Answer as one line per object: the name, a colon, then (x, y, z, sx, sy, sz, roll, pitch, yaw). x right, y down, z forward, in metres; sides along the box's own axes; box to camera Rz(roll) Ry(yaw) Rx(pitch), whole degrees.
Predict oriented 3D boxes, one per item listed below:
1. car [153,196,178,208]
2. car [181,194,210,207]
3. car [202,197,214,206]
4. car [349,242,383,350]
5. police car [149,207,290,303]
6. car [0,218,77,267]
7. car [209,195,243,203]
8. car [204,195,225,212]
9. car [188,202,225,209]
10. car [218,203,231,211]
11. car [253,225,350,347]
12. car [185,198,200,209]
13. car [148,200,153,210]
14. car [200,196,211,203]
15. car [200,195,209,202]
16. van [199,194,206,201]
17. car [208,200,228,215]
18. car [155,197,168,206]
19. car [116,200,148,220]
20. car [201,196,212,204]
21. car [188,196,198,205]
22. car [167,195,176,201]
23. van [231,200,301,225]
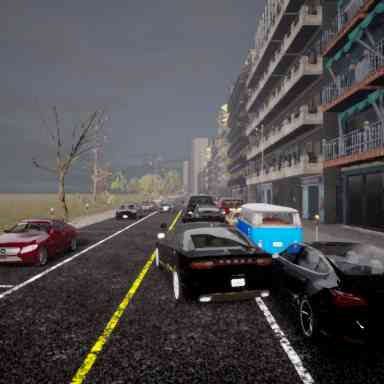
car: (-2.671, 1.500, 36.278, 2.128, 1.511, 4.902, 0, 0, 0)
car: (0.435, 1.225, 24.585, 2.150, 2.045, 5.566, 0, 0, -5)
car: (2.699, 1.541, 57.373, 1.752, 1.417, 4.829, 1, 0, 0)
car: (2.578, 1.315, 0.593, 2.192, 1.841, 5.009, 1, 0, 0)
police car: (0.226, 1.427, 8.499, 1.930, 1.638, 5.238, 0, 0, -13)
car: (-5.282, 1.584, 11.420, 1.802, 1.307, 4.206, 1, 0, 0)
car: (2.627, 1.320, 23.237, 2.192, 1.841, 5.009, 1, 0, 0)
car: (2.664, 1.324, 40.220, 2.192, 1.841, 5.009, 1, 0, 0)
car: (0.865, 1.510, 18.645, 1.837, 1.490, 4.892, 0, 0, 0)
car: (2.613, 1.529, 17.746, 1.752, 1.417, 4.829, 1, 0, 0)
car: (2.587, 1.567, 6.253, 1.947, 1.339, 4.313, 1, 0, 0)
car: (0.114, 1.559, 46.480, 2.033, 1.411, 5.357, 0, 0, 1)
car: (-5.220, 1.591, 39.690, 1.802, 1.307, 4.206, 1, 0, 0)
car: (2.723, 1.571, 68.524, 2.008, 1.369, 4.403, 1, 0, 0)
car: (2.736, 1.463, 74.186, 1.967, 1.590, 4.097, 1, 0, 0)
van: (2.762, 1.369, 85.508, 1.690, 1.788, 3.998, 1, 0, 0)
car: (2.649, 1.590, 34.559, 1.802, 1.307, 4.206, 1, 0, 0)
car: (-5.183, 1.541, 56.483, 1.752, 1.417, 4.829, 1, 0, 0)
car: (-5.245, 1.572, 28.383, 1.947, 1.339, 4.313, 1, 0, 0)
car: (2.711, 1.543, 63.034, 1.752, 1.417, 4.829, 1, 0, 0)
car: (0.131, 1.542, 60.260, 1.812, 1.442, 4.674, 0, 0, 0)
car: (-5.122, 1.578, 84.922, 2.008, 1.369, 4.403, 1, 0, 0)
van: (2.602, 1.344, 11.915, 1.690, 1.788, 3.998, 1, 0, 0)
